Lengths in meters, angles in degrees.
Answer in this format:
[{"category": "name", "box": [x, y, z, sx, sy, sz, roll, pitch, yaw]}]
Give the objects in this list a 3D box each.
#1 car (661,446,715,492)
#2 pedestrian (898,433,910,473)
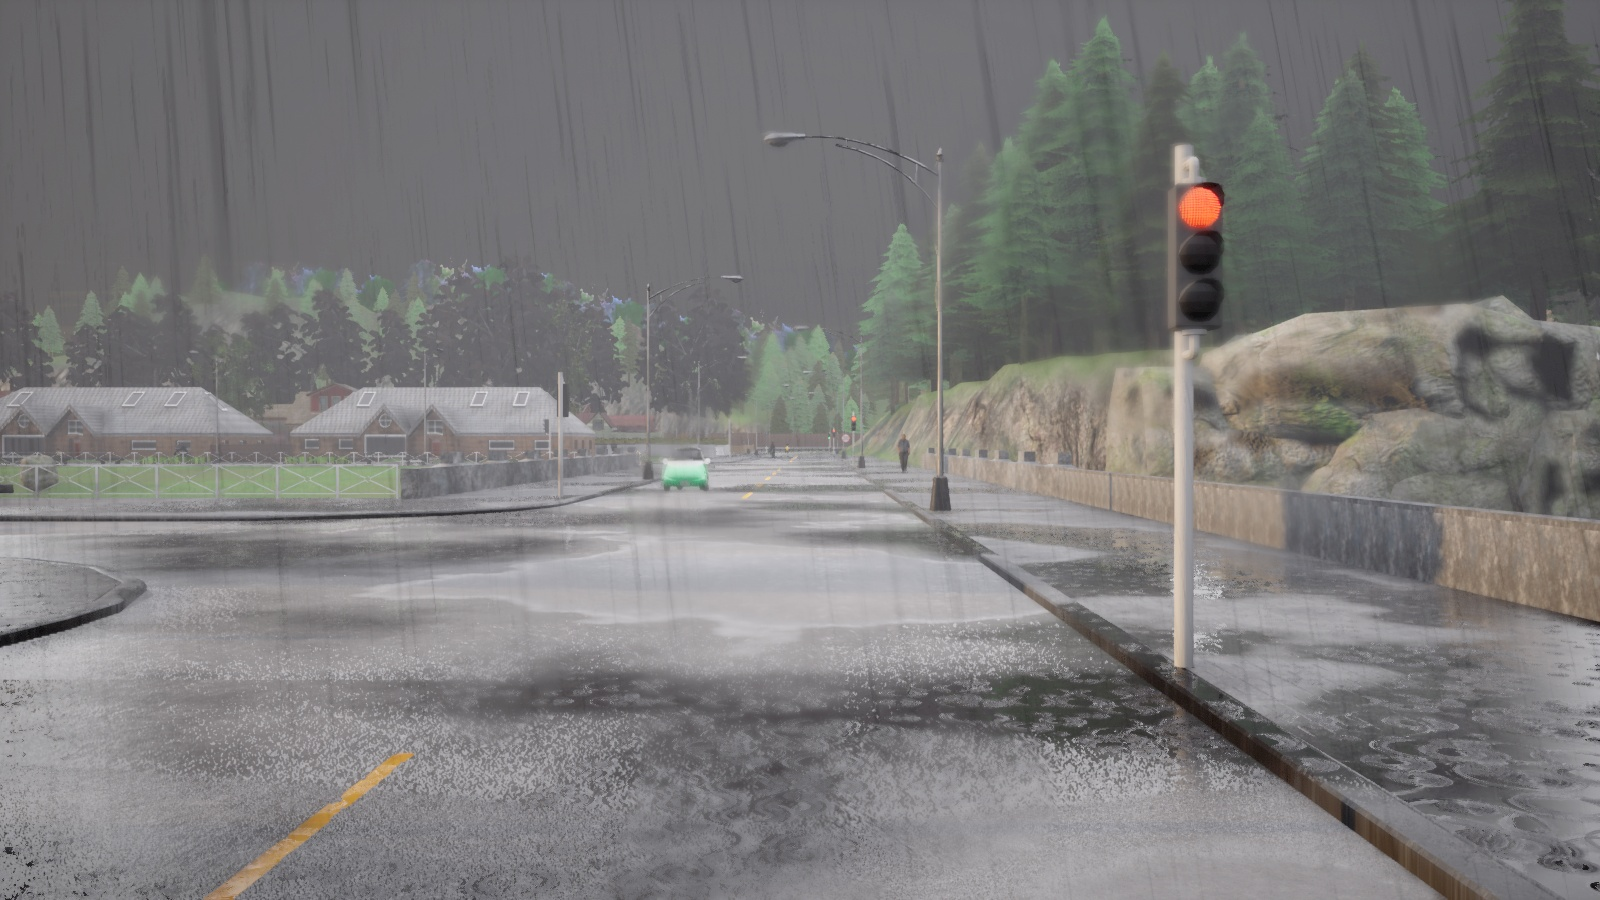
[{"category": "car", "box": [-3.512, 0.577, 39.513, 1.481, 1.376, 2.207, 0, 0, 1]}, {"category": "pedestrian", "box": [4.741, 0.137, 57.223, 0.540, 1.848, 0.694, 0, 0, 2]}]
